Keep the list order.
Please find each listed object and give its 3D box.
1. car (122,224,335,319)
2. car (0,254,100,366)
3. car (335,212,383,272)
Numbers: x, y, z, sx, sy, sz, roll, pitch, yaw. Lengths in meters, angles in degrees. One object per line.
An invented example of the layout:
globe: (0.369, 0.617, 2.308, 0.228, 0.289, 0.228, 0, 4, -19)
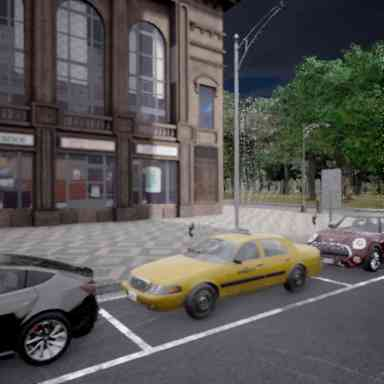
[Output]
car: (0.911, 1.509, 7.301, 4.829, 1.417, 1.752, 0, 0, -36)
car: (-3.377, 1.567, 4.241, 4.313, 1.339, 1.947, 0, 0, -36)
car: (5.475, 1.405, 10.559, 4.097, 1.590, 1.967, 0, 0, -36)
